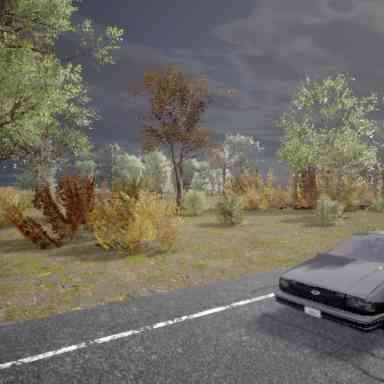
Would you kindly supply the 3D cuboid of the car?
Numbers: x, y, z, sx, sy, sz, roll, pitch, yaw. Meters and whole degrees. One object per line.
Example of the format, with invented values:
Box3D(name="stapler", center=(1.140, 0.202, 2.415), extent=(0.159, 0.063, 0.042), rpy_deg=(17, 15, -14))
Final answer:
Box3D(name="car", center=(4.115, 1.548, 6.911), extent=(5.357, 1.411, 2.033), rpy_deg=(0, 0, -35))
